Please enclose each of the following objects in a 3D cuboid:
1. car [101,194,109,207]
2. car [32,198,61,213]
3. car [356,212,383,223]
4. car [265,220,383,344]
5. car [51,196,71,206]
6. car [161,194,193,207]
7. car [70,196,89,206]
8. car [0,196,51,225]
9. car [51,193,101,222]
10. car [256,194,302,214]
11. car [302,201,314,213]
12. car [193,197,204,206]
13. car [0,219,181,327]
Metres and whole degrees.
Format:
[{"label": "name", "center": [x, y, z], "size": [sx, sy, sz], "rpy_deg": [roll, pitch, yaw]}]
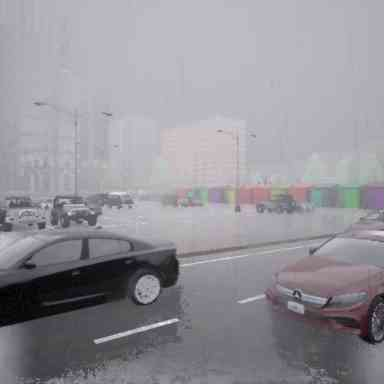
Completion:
[{"label": "car", "center": [-15.932, 1.153, 54.998], "size": [1.932, 1.855, 4.605], "rpy_deg": [0, 0, -37]}, {"label": "car", "center": [-15.808, 1.395, 36.069], "size": [1.970, 1.475, 3.806], "rpy_deg": [0, 0, -37]}, {"label": "car", "center": [8.436, 1.562, 14.432], "size": [4.181, 1.385, 1.994], "rpy_deg": [0, 0, -36]}, {"label": "car", "center": [3.491, 1.526, 6.528], "size": [4.674, 1.442, 1.812], "rpy_deg": [0, 0, -36]}, {"label": "car", "center": [-20.345, 1.395, 51.585], "size": [1.970, 1.475, 3.806], "rpy_deg": [0, 0, -37]}, {"label": "car", "center": [-2.404, 1.153, 46.358], "size": [1.932, 1.855, 4.605], "rpy_deg": [0, 0, -37]}, {"label": "car", "center": [-18.038, 1.364, 53.335], "size": [1.784, 1.438, 3.905], "rpy_deg": [0, 0, -37]}, {"label": "car", "center": [-9.740, 1.153, 18.814], "size": [1.932, 1.855, 4.605], "rpy_deg": [0, 0, -37]}, {"label": "car", "center": [-7.401, 1.156, 20.521], "size": [1.905, 1.878, 3.866], "rpy_deg": [0, 0, -37]}, {"label": "car", "center": [8.206, 1.156, 32.415], "size": [1.905, 1.878, 3.866], "rpy_deg": [0, 0, -37]}, {"label": "car", "center": [10.519, 1.395, 34.157], "size": [1.970, 1.475, 3.806], "rpy_deg": [0, 0, -37]}, {"label": "car", "center": [-0.058, 1.364, 48.058], "size": [1.784, 1.438, 3.905], "rpy_deg": [0, 0, -37]}, {"label": "car", "center": [-2.579, 1.478, 6.413], "size": [5.008, 1.535, 1.882], "rpy_deg": [0, 0, -36]}]
